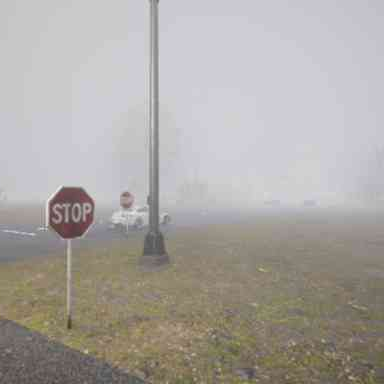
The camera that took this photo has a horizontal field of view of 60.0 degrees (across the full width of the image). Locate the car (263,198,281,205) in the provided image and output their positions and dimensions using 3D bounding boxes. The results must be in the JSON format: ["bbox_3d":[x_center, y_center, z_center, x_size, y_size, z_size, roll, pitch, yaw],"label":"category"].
[{"bbox_3d":[14.729,1.769,61.498,1.895,1.301,4.718,0,0,34],"label":"car"}]

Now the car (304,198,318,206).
[{"bbox_3d":[21.231,1.716,59.521,1.812,1.442,4.674,0,0,29],"label":"car"}]

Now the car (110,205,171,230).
[{"bbox_3d":[-3.293,1.590,22.003,1.812,1.442,4.674,0,0,34],"label":"car"}]

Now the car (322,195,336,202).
[{"bbox_3d":[36.424,1.588,87.557,2.097,1.767,4.553,0,0,34],"label":"car"}]
